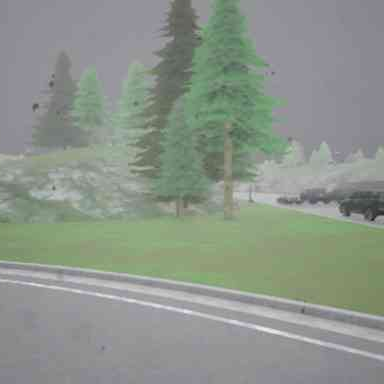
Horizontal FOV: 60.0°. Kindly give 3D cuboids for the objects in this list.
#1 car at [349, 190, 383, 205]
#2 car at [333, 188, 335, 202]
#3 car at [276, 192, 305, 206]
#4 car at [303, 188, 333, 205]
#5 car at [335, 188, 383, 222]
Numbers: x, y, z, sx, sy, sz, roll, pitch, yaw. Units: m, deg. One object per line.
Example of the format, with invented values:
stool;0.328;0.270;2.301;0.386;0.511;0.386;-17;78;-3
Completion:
car;22.340;0.634;42.802;2.097;1.767;4.553;0;1;-1
car;18.848;0.530;42.300;2.150;2.045;5.566;0;1;-1
car;11.875;0.960;41.135;1.895;1.301;4.718;0;1;-1
car;15.349;0.549;42.220;2.150;2.045;5.566;0;1;-1
car;12.276;0.838;22.726;2.150;2.045;5.566;0;1;-1
